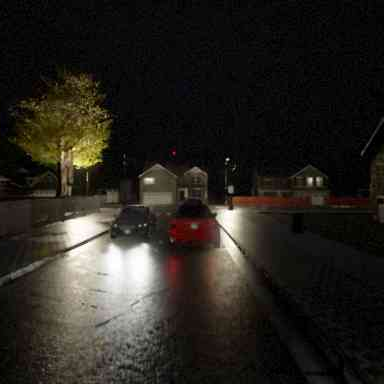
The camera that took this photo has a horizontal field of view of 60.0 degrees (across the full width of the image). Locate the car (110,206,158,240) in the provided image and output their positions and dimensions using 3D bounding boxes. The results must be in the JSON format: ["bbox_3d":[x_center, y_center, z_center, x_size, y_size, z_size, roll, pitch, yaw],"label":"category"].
[{"bbox_3d":[-2.844,1.478,17.053,2.128,1.511,4.902,0,0,0],"label":"car"}]

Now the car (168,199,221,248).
[{"bbox_3d":[0.095,1.340,14.959,2.097,1.767,4.553,0,0,0],"label":"car"}]

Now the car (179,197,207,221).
[{"bbox_3d":[0.124,1.330,27.780,2.097,1.767,4.553,0,0,1],"label":"car"}]
